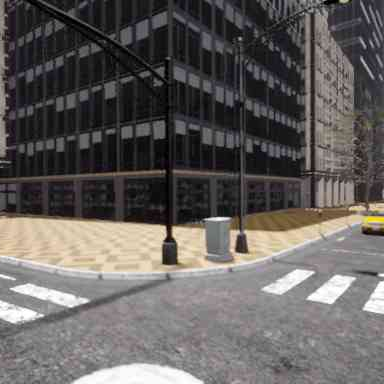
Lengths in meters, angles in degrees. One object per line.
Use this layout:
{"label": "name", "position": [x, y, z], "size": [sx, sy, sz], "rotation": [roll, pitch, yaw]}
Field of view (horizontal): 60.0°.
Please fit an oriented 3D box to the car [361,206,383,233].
{"label": "car", "position": [10.713, 1.510, 18.711], "size": [1.752, 1.417, 4.829], "rotation": [-1, 0, 37]}
